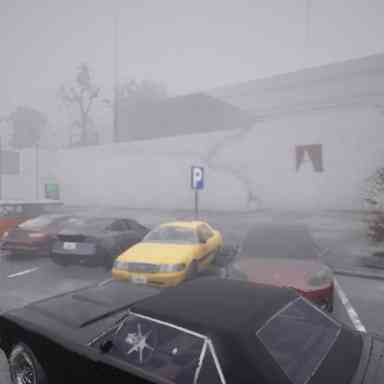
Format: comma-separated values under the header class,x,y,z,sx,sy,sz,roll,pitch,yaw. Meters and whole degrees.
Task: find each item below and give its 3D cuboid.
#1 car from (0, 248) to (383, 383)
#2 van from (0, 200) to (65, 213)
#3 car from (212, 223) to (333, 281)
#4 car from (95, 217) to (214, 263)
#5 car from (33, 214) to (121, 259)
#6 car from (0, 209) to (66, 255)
class,x,y,z,sx,sy,sz,roll,pitch,yaw
car,-0.038,1.616,3.404,4.718,1.301,1.895,0,0,35
van,-7.654,1.338,14.808,1.878,1.987,4.442,1,-1,15
car,2.083,1.542,7.962,2.163,1.488,4.792,0,-1,16
car,-0.385,1.526,9.544,1.946,1.575,5.366,0,-1,15
car,-2.769,1.580,11.487,2.163,1.488,4.792,0,-1,15
car,-5.208,1.597,13.186,2.002,1.452,4.674,0,-1,15
